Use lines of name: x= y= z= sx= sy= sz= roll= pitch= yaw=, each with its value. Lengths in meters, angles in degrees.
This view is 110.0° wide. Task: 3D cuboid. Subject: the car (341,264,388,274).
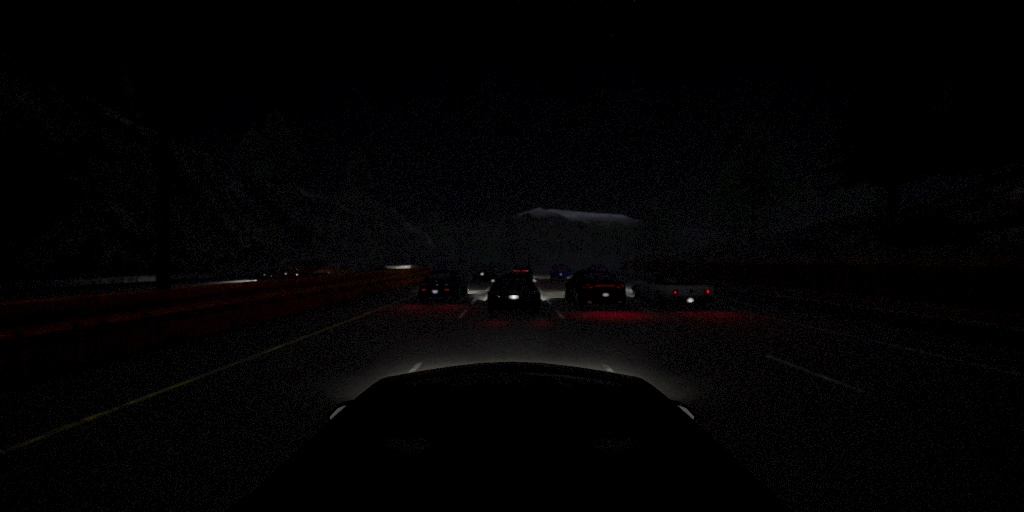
car: x=-13.238 y=1.522 z=33.237 sx=2.128 sy=1.511 sz=4.902 roll=0 pitch=-1 yaw=6

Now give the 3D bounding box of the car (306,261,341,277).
car: x=-16.685 y=1.515 z=33.890 sx=1.882 sy=1.535 sz=5.008 roll=0 pitch=0 yaw=6

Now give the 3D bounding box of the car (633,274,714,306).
car: x=7.081 y=1.478 z=16.435 sx=1.895 sy=1.301 sz=4.718 roll=0 pitch=0 yaw=0

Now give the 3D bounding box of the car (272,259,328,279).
car: x=-20.105 y=1.271 z=35.065 sx=2.150 sy=2.045 sz=5.566 roll=0 pitch=-1 yaw=6

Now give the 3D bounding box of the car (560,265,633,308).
car: x=3.580 y=1.353 z=16.134 sx=1.882 sy=1.535 sz=5.008 roll=0 pitch=-1 yaw=0

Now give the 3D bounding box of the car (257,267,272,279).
car: x=-23.459 y=1.625 z=36.282 sx=1.994 sy=1.385 sz=4.181 roll=0 pitch=-1 yaw=7

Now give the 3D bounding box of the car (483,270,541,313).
car: x=0.075 y=1.427 z=14.553 sx=1.994 sy=1.385 sz=4.181 roll=0 pitch=-1 yaw=0

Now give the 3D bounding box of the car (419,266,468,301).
car: x=-3.405 y=1.422 z=18.290 sx=1.812 sy=1.442 sz=4.674 roll=0 pitch=-1 yaw=1

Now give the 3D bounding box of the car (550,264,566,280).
car: x=4.706 y=1.516 z=34.749 sx=1.882 sy=1.535 sz=5.008 roll=0 pitch=-1 yaw=7

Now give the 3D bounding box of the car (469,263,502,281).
car: x=-2.423 y=1.596 z=33.812 sx=1.994 sy=1.385 sz=4.181 roll=0 pitch=-1 yaw=6

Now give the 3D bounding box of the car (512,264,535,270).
car: x=1.012 y=1.517 z=33.185 sx=2.128 sy=1.511 sz=4.902 roll=0 pitch=-1 yaw=6
